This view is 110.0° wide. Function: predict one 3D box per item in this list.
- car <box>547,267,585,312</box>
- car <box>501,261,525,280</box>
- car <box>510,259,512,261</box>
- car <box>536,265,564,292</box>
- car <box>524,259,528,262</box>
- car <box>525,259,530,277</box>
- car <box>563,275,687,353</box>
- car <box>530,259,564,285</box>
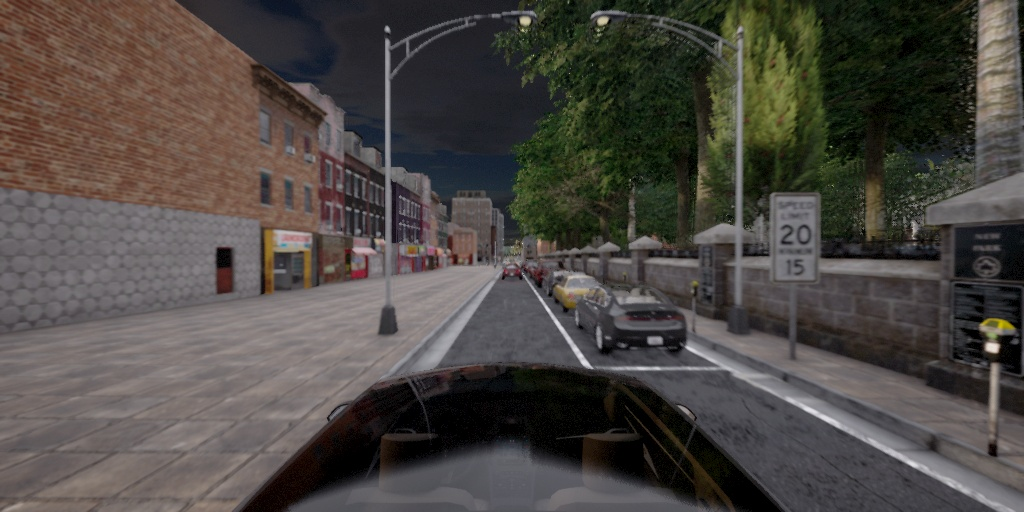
[{"bbox_3d":[2.637,1.333,14.386,1.751,1.417,4.829,0,0,0],"label":"car"},{"bbox_3d":[0.008,1.458,34.104,1.812,1.442,4.674,0,0,0],"label":"car"},{"bbox_3d":[0.053,1.521,48.807,1.882,1.535,5.008,0,0,0],"label":"car"},{"bbox_3d":[2.638,1.388,19.667,2.007,1.370,4.403,0,0,0],"label":"car"},{"bbox_3d":[2.639,1.468,46.915,1.967,1.591,4.097,0,0,0],"label":"car"},{"bbox_3d":[2.638,1.385,36.016,1.967,1.591,4.097,0,0,0],"label":"car"},{"bbox_3d":[2.637,1.331,8.767,2.007,1.370,4.403,0,0,0],"label":"car"},{"bbox_3d":[2.638,1.187,25.115,2.192,1.841,5.009,0,0,0],"label":"car"}]
